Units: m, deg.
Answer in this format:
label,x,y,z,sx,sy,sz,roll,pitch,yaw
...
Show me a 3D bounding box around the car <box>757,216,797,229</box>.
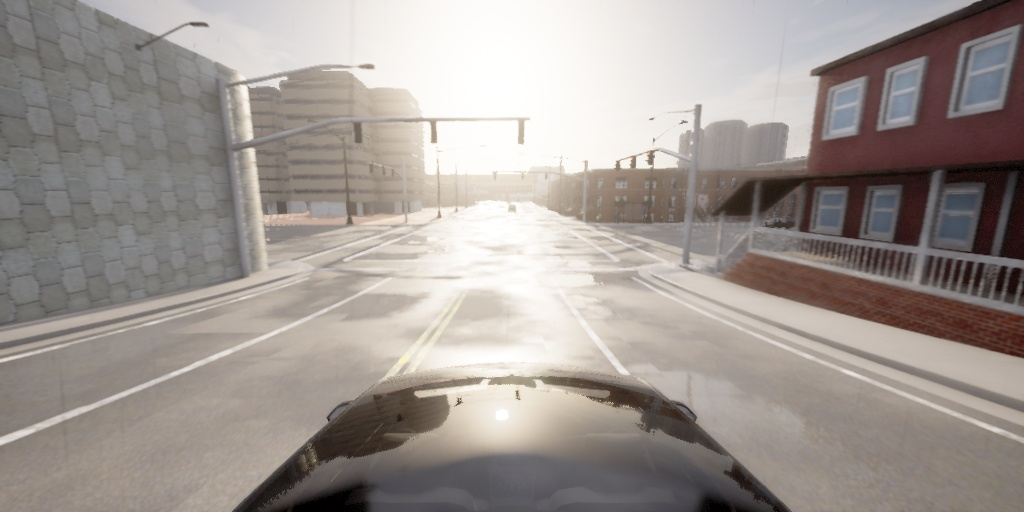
label,x,y,z,sx,sy,sz,roll,pitch,yaw
car,28.786,-3.565,38.415,4.902,1.511,2.128,0,10,0
